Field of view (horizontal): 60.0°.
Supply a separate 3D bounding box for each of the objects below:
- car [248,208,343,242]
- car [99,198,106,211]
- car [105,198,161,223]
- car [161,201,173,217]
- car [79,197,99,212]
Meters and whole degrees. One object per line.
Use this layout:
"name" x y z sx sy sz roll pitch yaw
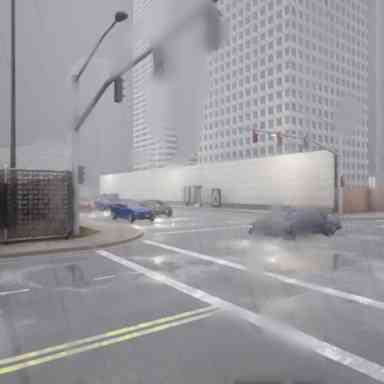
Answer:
"car" 5.212 1.500 16.299 5.357 1.411 2.033 0 0 -35
"car" -10.278 1.407 39.498 1.882 1.535 5.008 0 0 -35
"car" -4.593 1.411 25.431 1.882 1.535 5.008 0 0 -35
"car" -3.527 1.435 29.979 1.837 1.490 4.892 0 0 -35
"car" -12.215 1.285 36.177 2.097 1.767 4.553 0 0 -35
